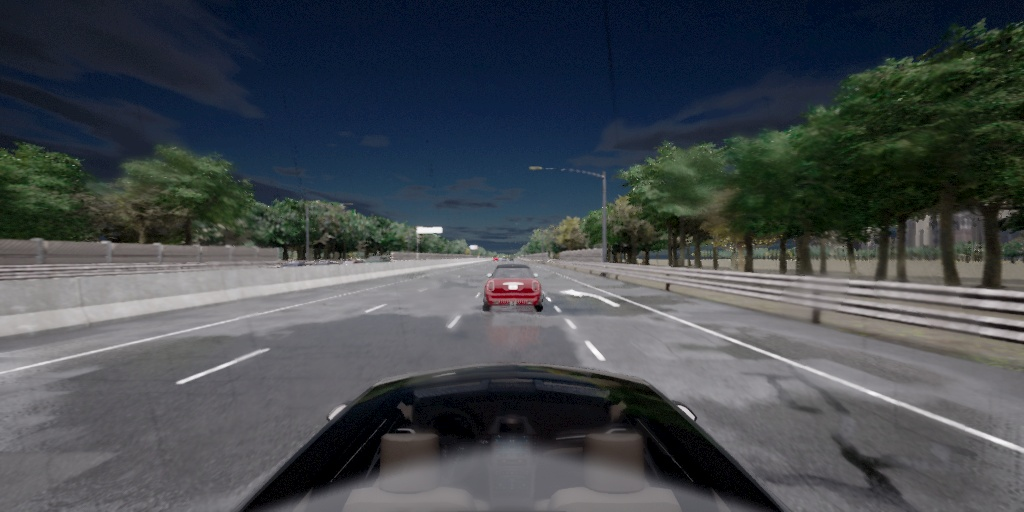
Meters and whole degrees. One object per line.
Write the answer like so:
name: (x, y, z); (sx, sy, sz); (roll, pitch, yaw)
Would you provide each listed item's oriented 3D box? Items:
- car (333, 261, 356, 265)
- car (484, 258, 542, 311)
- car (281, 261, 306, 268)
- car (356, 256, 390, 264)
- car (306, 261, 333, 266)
car: (-21.096, 1.355, 46.960); (1.812, 1.442, 4.674); (0, 0, 0)
car: (0.026, 1.103, 14.642); (2.097, 1.767, 4.553); (0, 0, 0)
car: (-28.090, 1.394, 46.641); (1.994, 1.385, 4.181); (0, 0, 0)
car: (-17.598, 1.049, 46.467); (2.150, 2.045, 5.566); (0, 0, 0)
car: (-24.593, 1.394, 47.147); (1.994, 1.385, 4.181); (0, 0, 0)
